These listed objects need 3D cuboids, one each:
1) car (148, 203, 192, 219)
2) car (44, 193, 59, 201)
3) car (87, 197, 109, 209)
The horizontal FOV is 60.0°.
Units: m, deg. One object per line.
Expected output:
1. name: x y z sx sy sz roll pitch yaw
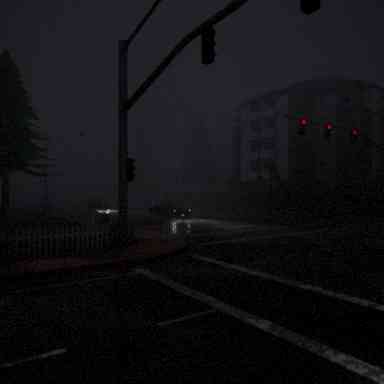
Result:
1. car: -1.994 1.601 29.051 1.895 1.301 4.718 0 0 -34
2. car: -36.639 1.149 86.624 2.150 2.045 5.566 0 0 -41
3. car: -12.771 1.501 45.196 2.128 1.511 4.902 0 0 -34
